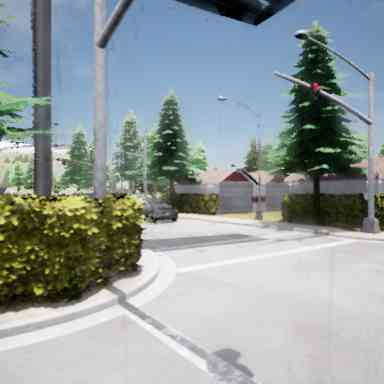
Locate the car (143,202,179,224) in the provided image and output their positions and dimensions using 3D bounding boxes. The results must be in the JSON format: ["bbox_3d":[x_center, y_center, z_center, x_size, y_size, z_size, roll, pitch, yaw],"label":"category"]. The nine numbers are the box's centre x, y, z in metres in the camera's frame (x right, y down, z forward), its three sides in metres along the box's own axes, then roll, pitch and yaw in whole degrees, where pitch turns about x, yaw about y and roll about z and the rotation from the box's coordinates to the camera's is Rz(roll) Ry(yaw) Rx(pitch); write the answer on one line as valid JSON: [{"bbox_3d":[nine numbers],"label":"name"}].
[{"bbox_3d":[-2.686,1.375,23.678,1.994,1.385,4.181,-1,1,-34],"label":"car"}]
